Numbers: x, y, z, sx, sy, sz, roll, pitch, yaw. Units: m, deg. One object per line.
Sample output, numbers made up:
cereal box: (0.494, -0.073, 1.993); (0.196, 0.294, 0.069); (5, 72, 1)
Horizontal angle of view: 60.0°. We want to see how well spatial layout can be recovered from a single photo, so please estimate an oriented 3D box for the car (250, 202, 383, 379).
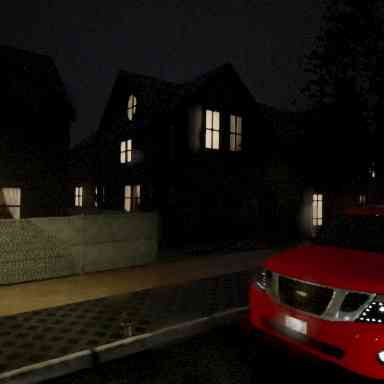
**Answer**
car: (3.483, 1.224, 5.559); (5.566, 2.045, 2.150); (0, 0, -36)
